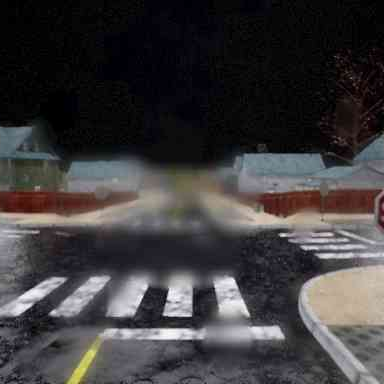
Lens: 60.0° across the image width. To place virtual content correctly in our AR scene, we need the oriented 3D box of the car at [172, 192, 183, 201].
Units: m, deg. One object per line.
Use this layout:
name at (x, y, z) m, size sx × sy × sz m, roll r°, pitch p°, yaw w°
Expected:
car at (-2.628, 0.793, 60.609) m, size 2.128 × 1.511 × 4.902 m, roll 0°, pitch 0°, yaw 0°
